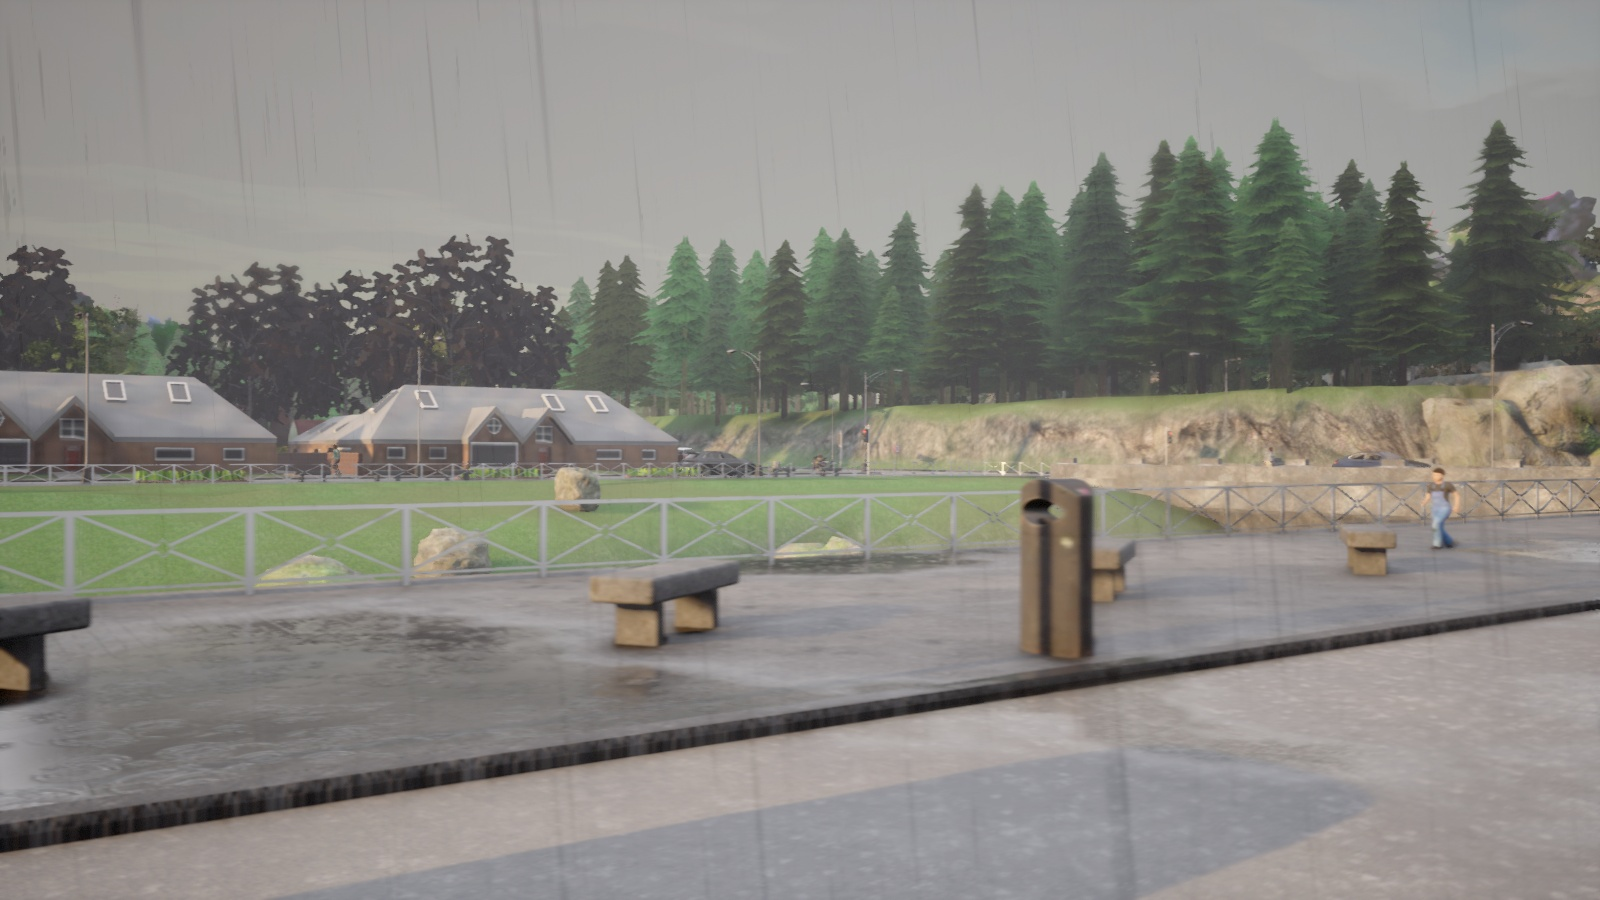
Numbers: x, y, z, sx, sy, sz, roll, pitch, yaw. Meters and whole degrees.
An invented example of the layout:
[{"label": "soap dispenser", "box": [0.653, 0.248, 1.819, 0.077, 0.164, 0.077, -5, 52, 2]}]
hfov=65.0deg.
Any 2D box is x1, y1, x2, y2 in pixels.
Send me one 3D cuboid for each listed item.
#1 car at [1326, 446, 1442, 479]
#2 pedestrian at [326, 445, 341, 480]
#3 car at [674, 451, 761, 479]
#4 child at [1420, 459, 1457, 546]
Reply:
[{"label": "car", "box": [30.220, 0.620, 65.145, 2.152, 1.651, 5.027, 0, 0, -35]}, {"label": "pedestrian", "box": [-26.057, 0.682, 70.180, 0.692, 1.930, 0.396, 0, 0, -34]}, {"label": "car", "box": [-4.968, 0.872, 75.935, 4.856, 1.649, 2.033, 0, 0, -35]}, {"label": "child", "box": [9.344, 0.760, 18.381, 0.437, 1.263, 0.270, 0, 0, -25]}]
